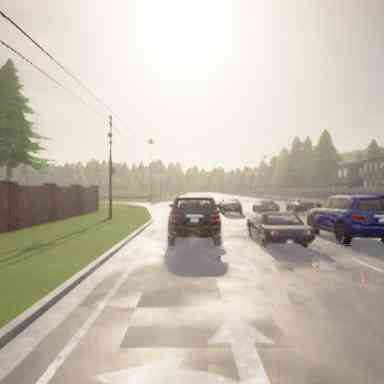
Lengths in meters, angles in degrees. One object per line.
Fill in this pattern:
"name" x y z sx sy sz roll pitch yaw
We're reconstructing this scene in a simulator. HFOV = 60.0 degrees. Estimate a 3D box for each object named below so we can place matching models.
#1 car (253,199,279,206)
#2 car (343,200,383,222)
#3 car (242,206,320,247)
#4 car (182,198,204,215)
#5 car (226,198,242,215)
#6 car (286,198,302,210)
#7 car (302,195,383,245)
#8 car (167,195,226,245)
"car" 7.101 1.373 32.149 1.994 1.385 4.181 0 0 0
"car" 14.100 1.393 26.152 2.033 1.411 5.357 0 0 0
"car" 3.600 1.515 14.431 1.895 1.301 4.718 0 0 0
"car" 0.100 1.371 32.138 1.994 1.385 4.181 0 0 0
"car" 3.601 1.303 31.499 2.128 1.511 4.902 0 0 0
"car" 10.600 1.334 32.476 1.812 1.442 4.674 0 0 0
"car" 7.100 1.132 15.029 2.150 2.045 5.566 0 0 0
"car" 0.101 1.132 15.109 2.150 2.045 5.566 0 0 0
